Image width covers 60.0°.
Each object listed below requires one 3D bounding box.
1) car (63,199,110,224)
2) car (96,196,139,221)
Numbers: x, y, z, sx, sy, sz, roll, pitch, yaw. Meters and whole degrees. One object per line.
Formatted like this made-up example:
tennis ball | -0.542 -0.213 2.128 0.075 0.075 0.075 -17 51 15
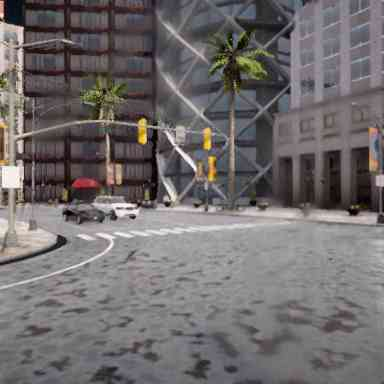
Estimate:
car | -8.654 1.628 26.365 1.882 1.535 5.008 0 0 -39
car | -6.971 1.385 29.892 2.150 2.045 5.566 0 0 -41
